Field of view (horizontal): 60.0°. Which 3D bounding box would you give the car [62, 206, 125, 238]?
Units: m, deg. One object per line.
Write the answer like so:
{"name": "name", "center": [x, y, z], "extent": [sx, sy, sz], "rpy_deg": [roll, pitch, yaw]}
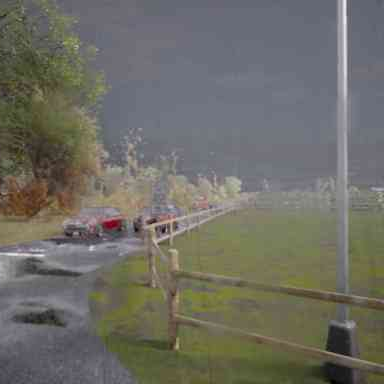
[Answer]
{"name": "car", "center": [-5.729, 1.653, 19.843], "extent": [2.097, 1.767, 4.553], "rpy_deg": [0, -1, 11]}

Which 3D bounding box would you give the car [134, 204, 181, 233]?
{"name": "car", "center": [-2.226, 1.689, 22.322], "extent": [2.097, 1.767, 4.553], "rpy_deg": [0, -1, 11]}

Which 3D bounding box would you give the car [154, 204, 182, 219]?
{"name": "car", "center": [-2.484, 2.081, 35.962], "extent": [1.812, 1.442, 4.674], "rpy_deg": [0, -1, 11]}

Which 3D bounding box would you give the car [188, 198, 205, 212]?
{"name": "car", "center": [0.902, 1.929, 52.347], "extent": [2.150, 2.045, 5.566], "rpy_deg": [0, -1, 11]}

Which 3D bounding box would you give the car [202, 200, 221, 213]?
{"name": "car", "center": [3.165, 2.254, 49.310], "extent": [1.837, 1.490, 4.892], "rpy_deg": [0, 0, 12]}
